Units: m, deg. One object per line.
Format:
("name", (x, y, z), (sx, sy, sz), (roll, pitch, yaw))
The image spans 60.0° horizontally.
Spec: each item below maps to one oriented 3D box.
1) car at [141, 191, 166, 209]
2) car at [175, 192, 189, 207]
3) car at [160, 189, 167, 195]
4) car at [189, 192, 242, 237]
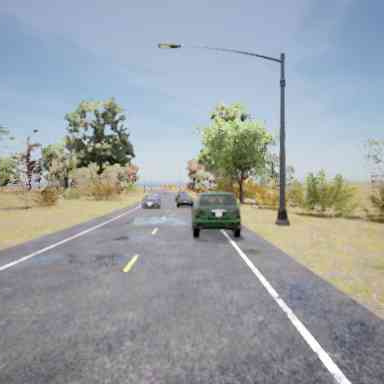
("car", (-4.279, 0.997, 35.546), (2.128, 1.511, 4.902), (0, 1, -2))
("car", (-0.807, 1.002, 39.594), (1.994, 1.385, 4.181), (0, 1, -2))
("car", (-6.731, 0.092, 76.737), (1.882, 1.535, 5.008), (0, 1, -5))
("car", (1.076, 0.991, 16.592), (2.150, 2.045, 5.566), (0, 1, -1))
